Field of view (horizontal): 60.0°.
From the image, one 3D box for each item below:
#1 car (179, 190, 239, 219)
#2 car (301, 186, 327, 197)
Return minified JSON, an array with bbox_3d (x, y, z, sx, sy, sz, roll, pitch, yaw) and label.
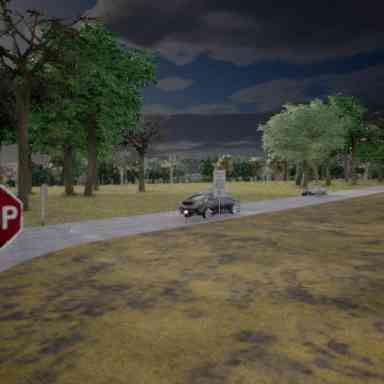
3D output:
[{"bbox_3d":[1.243,0.867,21.998,1.837,1.490,4.892,1,3,42],"label":"car"},{"bbox_3d":[15.576,-0.091,42.401,1.994,1.385,4.181,1,3,42],"label":"car"}]
